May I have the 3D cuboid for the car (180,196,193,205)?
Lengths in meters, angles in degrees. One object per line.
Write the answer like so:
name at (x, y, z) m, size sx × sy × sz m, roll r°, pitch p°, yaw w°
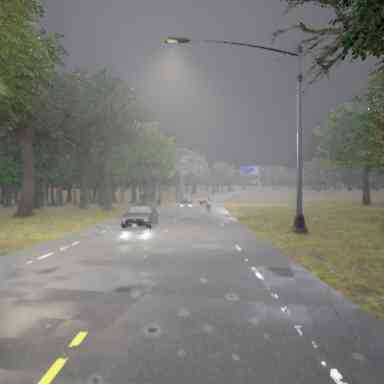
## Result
car at (-1.013, 1.501, 63.970) m, size 2.097 × 1.767 × 4.553 m, roll 0°, pitch 0°, yaw 5°

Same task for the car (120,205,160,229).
car at (-3.280, 1.564, 21.967) m, size 2.033 × 1.411 × 5.357 m, roll 0°, pitch 0°, yaw 2°

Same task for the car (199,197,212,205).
car at (2.390, 1.749, 61.816) m, size 1.895 × 1.301 × 4.718 m, roll 0°, pitch 0°, yaw 4°

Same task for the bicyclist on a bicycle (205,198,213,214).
bicyclist on a bicycle at (1.720, 1.485, 34.177) m, size 0.866 × 1.612 × 1.509 m, roll 0°, pitch 0°, yaw 2°

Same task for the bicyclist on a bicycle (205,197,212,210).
bicyclist on a bicycle at (2.127, 1.514, 43.017) m, size 0.866 × 1.612 × 1.509 m, roll 0°, pitch 0°, yaw 3°

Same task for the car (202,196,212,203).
car at (3.534, 1.740, 76.058) m, size 1.994 × 1.385 × 4.181 m, roll 0°, pitch 0°, yaw 6°
